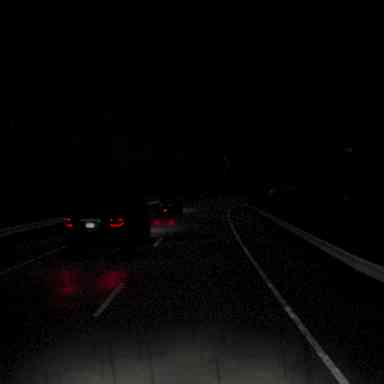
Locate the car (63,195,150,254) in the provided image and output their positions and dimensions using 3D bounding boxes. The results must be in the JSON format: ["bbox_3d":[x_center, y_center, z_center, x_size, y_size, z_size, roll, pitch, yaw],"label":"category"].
[{"bbox_3d":[-3.096,1.119,13.168,2.150,2.045,5.566,0,1,2],"label":"car"}]

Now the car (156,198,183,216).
[{"bbox_3d":[-1.923,1.263,29.367,2.128,1.511,4.902,0,0,6],"label":"car"}]
